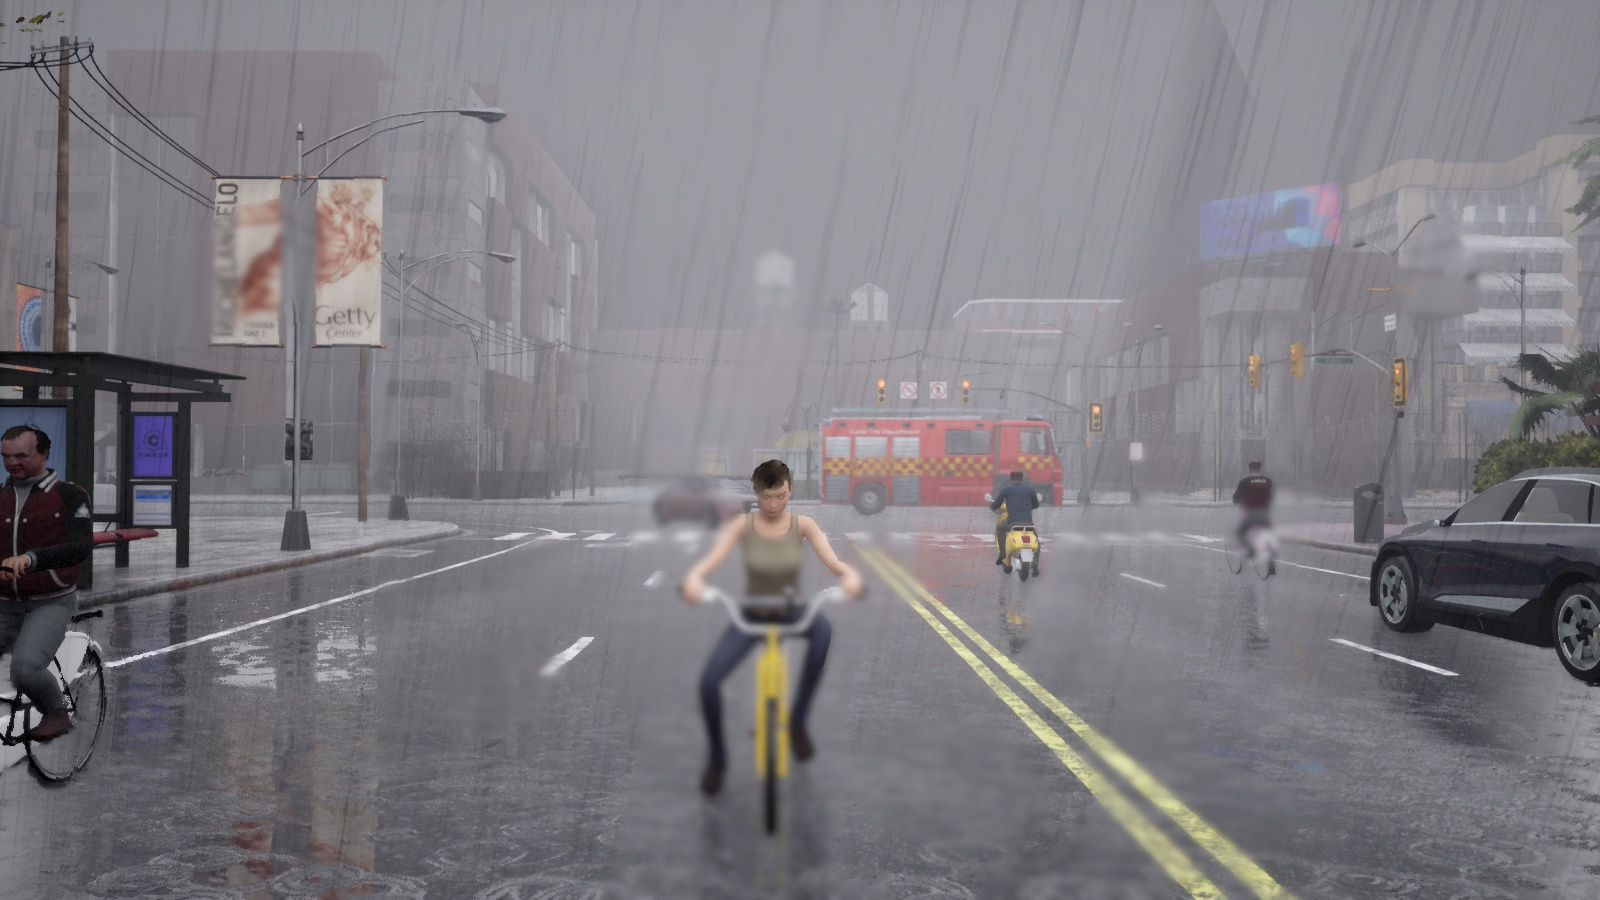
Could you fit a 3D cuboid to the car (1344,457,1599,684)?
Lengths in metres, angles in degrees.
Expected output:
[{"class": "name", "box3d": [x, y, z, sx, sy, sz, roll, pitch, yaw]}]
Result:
[{"class": "car", "box3d": [6.807, 0.900, 10.864, 2.033, 1.649, 4.856, 0, -1, -1]}]

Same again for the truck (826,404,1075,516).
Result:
[{"class": "truck", "box3d": [5.218, 0.377, 44.653, 8.468, 3.827, 2.891, 0, -1, 0]}]

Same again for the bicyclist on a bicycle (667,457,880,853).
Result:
[{"class": "bicyclist on a bicycle", "box3d": [-0.120, 0.850, 5.896, 0.866, 1.612, 1.509, 0, -1, -1]}]

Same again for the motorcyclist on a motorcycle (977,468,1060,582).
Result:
[{"class": "motorcyclist on a motorcycle", "box3d": [3.196, 1.066, 18.522, 0.866, 1.590, 1.817, 0, -1, -1]}]

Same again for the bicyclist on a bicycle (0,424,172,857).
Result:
[{"class": "bicyclist on a bicycle", "box3d": [-3.621, 0.795, 5.670, 0.659, 1.776, 1.843, 0, -1, -1]}]

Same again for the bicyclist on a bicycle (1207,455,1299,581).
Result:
[{"class": "bicyclist on a bicycle", "box3d": [6.694, 0.971, 18.659, 0.659, 1.776, 1.843, 0, -1, -1]}]

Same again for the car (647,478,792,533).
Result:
[{"class": "car", "box3d": [-2.265, 1.463, 34.345, 1.994, 1.385, 4.181, 1, -1, -37]}]
